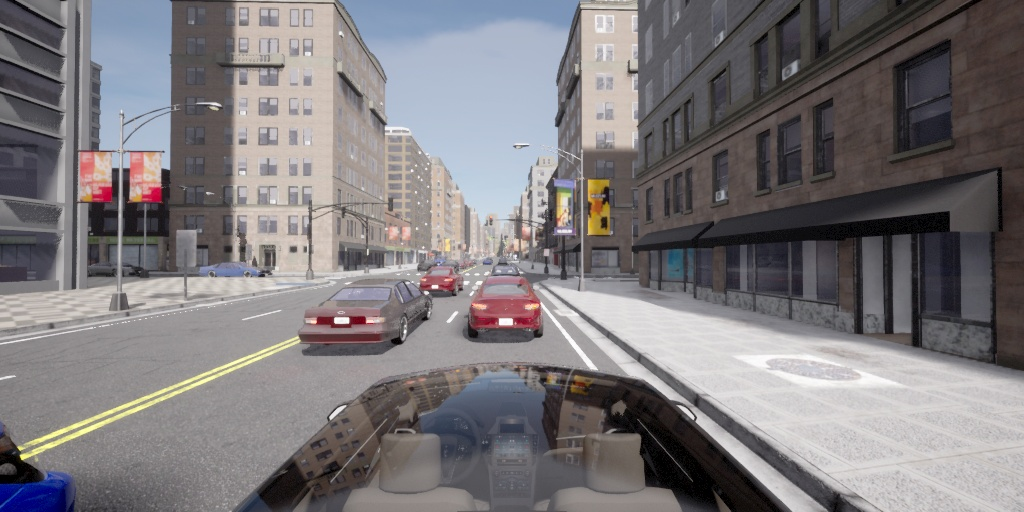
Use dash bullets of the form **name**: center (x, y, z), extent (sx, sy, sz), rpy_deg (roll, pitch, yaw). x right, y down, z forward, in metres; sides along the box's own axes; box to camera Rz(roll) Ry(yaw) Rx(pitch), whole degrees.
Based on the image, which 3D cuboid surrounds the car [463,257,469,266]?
- **car**: center (-8.024, 1.249, 54.742), extent (1.812, 1.442, 4.674), rpy_deg (0, 0, -1)

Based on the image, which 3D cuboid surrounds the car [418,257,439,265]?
- **car**: center (-11.081, 1.208, 47.241), extent (1.882, 1.535, 5.008), rpy_deg (0, 0, -1)

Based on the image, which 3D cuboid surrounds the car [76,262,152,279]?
- **car**: center (-33.633, 1.171, 30.416), extent (4.181, 1.385, 1.994), rpy_deg (0, -1, -2)

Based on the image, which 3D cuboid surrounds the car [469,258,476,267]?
- **car**: center (-8.253, 1.065, 64.993), extent (2.097, 1.767, 4.553), rpy_deg (0, 0, -1)

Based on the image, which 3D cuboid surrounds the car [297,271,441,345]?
- **car**: center (-3.409, 1.299, 9.469), extent (2.033, 1.411, 5.357), rpy_deg (0, 0, -2)

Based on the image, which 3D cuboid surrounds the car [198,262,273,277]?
- **car**: center (-23.667, 1.196, 30.735), extent (5.357, 1.411, 2.033), rpy_deg (0, -1, 1)

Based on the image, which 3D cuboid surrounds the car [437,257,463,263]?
- **car**: center (-7.785, 1.209, 45.538), extent (1.882, 1.535, 5.008), rpy_deg (0, 0, -2)

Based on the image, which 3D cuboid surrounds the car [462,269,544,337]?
- **car**: center (-0.179, 1.277, 10.150), extent (1.812, 1.442, 4.674), rpy_deg (0, 0, -1)

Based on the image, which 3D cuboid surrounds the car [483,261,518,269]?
- **car**: center (-0.404, 1.241, 19.234), extent (2.128, 1.511, 4.902), rpy_deg (0, 0, -3)

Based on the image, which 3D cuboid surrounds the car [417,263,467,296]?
- **car**: center (-3.660, 1.275, 19.057), extent (1.812, 1.442, 4.674), rpy_deg (0, 0, -1)
